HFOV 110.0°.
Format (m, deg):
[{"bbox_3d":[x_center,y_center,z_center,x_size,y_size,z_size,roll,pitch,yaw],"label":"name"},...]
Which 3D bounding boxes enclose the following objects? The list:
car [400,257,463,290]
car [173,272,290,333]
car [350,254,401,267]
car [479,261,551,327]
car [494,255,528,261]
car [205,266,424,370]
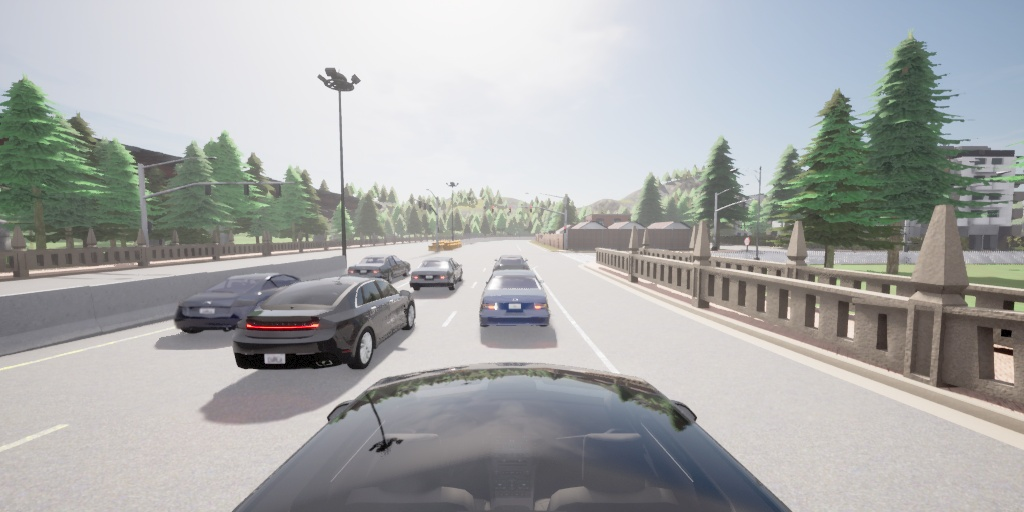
[{"bbox_3d":[-3.502,0.755,17.279,2.033,1.411,5.357,0,4,-2],"label":"car"},{"bbox_3d":[-6.959,1.147,10.169,1.994,1.385,4.181,0,2,-1],"label":"car"},{"bbox_3d":[-7.034,0.622,19.438,2.033,1.411,5.357,0,4,-1],"label":"car"},{"bbox_3d":[0.042,1.103,10.789,2.033,1.411,5.357,0,2,0],"label":"car"},{"bbox_3d":[-0.038,0.617,19.867,1.994,1.385,4.181,0,3,0],"label":"car"},{"bbox_3d":[-3.438,1.169,7.580,1.837,1.490,4.892,0,2,-1],"label":"car"}]
